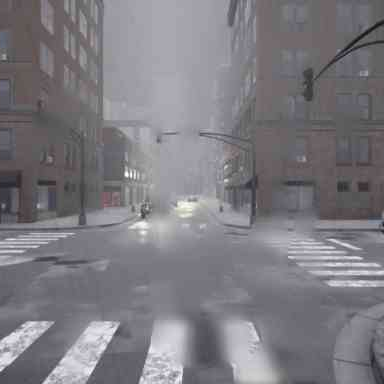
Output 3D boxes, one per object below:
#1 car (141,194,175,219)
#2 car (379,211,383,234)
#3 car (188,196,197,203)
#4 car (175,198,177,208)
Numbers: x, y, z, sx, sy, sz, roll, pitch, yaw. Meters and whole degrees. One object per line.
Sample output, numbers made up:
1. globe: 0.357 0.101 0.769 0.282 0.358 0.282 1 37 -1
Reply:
1. car: -3.100 1.236 29.712 2.150 2.045 5.566 0 0 2
2. car: 11.041 1.617 14.610 4.718 1.301 1.895 0 0 2
3. car: 0.071 1.519 69.960 2.128 1.511 4.902 0 0 0
4. car: -3.120 1.546 39.385 1.812 1.442 4.674 0 0 0
